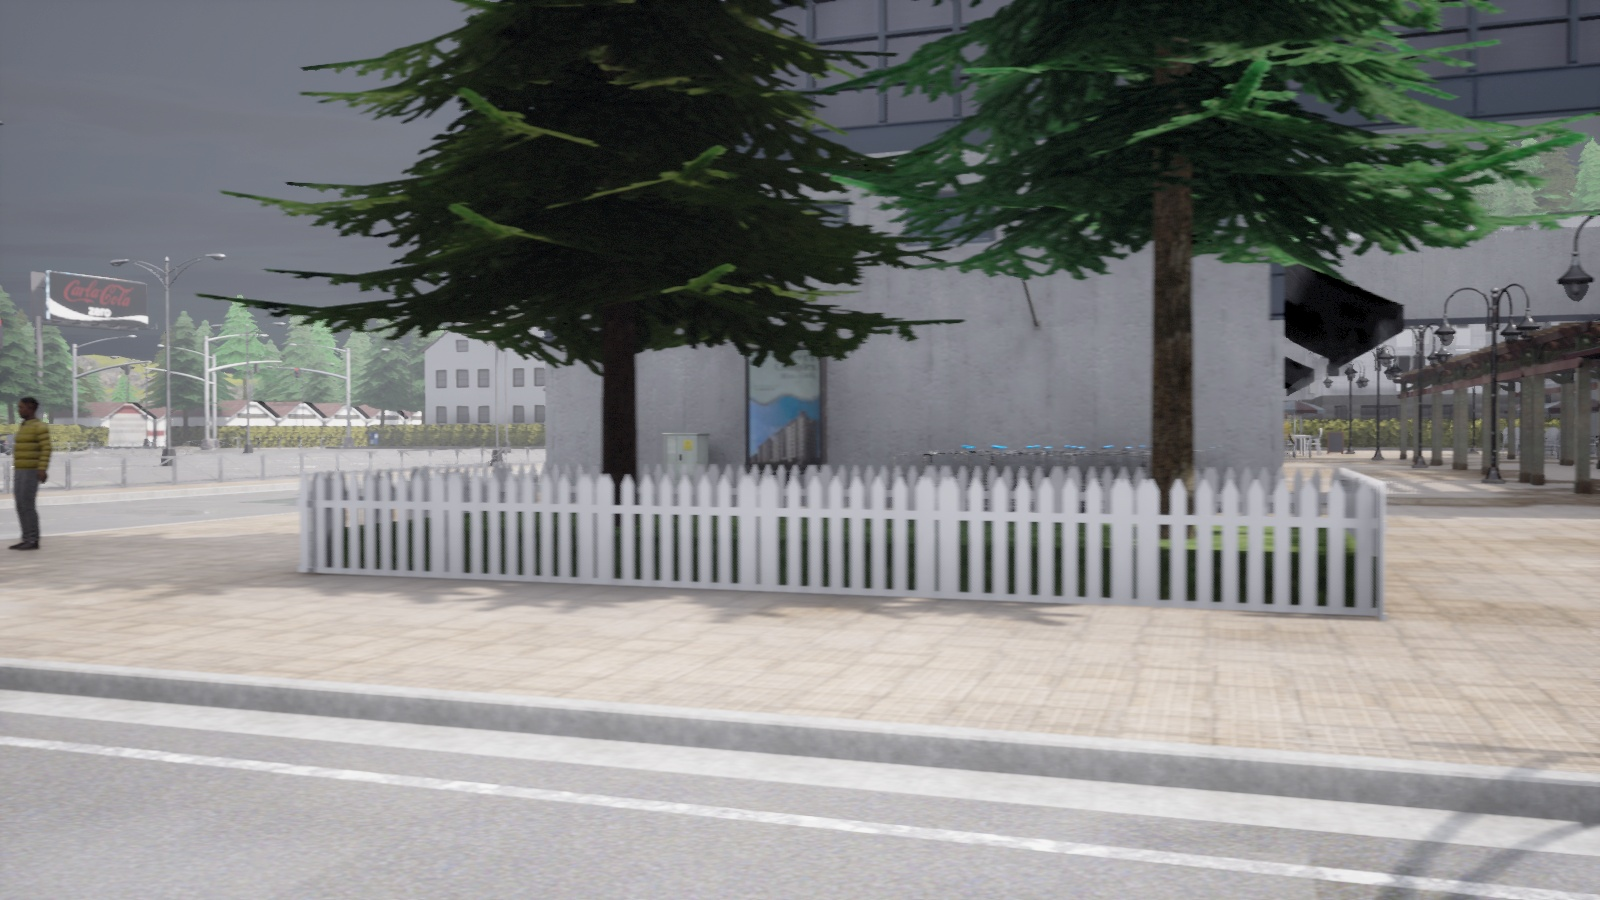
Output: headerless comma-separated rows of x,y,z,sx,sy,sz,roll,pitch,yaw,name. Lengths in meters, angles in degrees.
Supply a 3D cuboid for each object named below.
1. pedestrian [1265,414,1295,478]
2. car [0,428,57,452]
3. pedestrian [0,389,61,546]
13.905,-0.129,36.409,0.431,1.840,0.709,0,1,-23,pedestrian
-50.532,-0.655,81.530,1.845,1.501,3.633,1,1,19,car
-9.364,0.195,15.093,0.431,1.840,0.709,1,1,33,pedestrian
